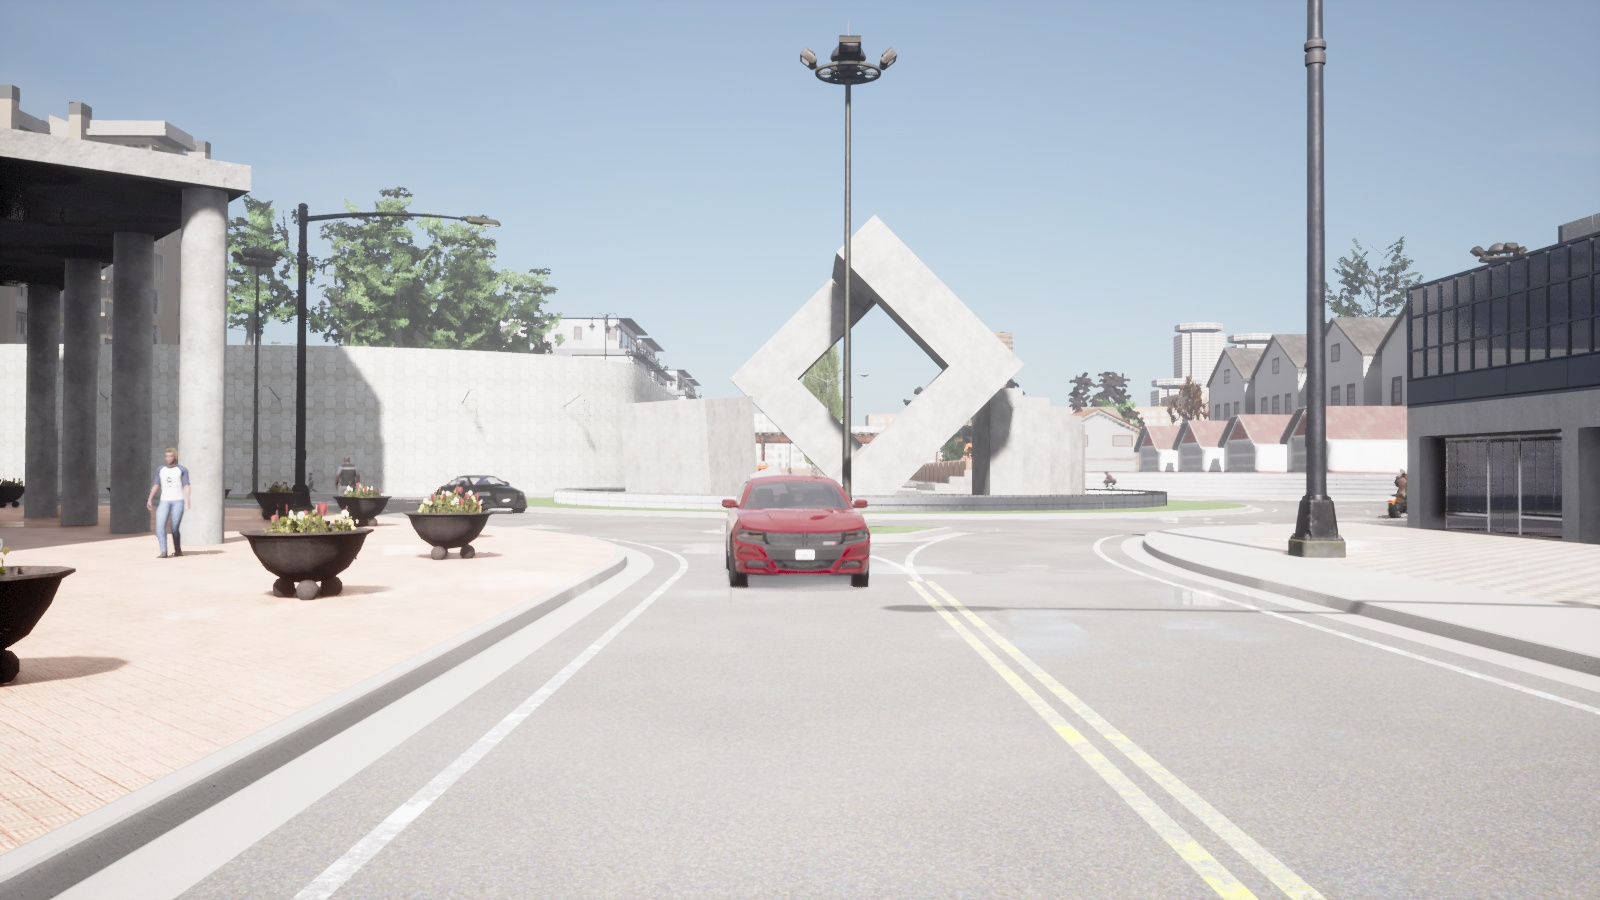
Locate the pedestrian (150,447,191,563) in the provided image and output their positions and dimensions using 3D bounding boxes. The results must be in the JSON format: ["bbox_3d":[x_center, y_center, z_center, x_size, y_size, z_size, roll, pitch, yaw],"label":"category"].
[{"bbox_3d":[-10.109,0.873,20.174,0.354,1.836,0.706,0,-1,-7],"label":"pedestrian"}]

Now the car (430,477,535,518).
[{"bbox_3d":[-11.451,1.681,45.179,1.994,1.385,4.181,1,-1,-41],"label":"car"}]

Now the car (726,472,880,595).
[{"bbox_3d":[-0.105,1.101,18.387,1.882,1.535,5.008,0,-1,-4],"label":"car"}]

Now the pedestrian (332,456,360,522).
[{"bbox_3d":[-13.191,1.133,36.511,0.563,1.883,0.849,0,-1,-35],"label":"pedestrian"}]

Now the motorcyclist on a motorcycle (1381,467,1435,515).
[{"bbox_3d":[21.192,1.413,43.750,2.350,1.649,0.766,1,-1,-39],"label":"motorcyclist on a motorcycle"}]
